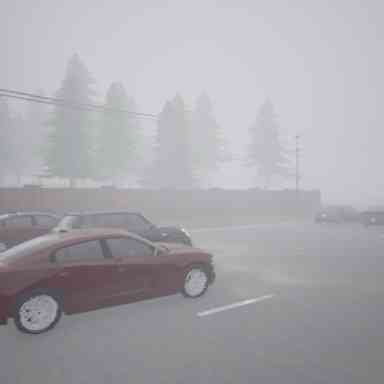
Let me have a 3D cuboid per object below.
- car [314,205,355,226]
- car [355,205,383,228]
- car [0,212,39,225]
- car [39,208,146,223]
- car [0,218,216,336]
[{"bbox_3d":[10.879,1.634,24.402,4.181,1.385,1.994,0,0,-35],"label":"car"},{"bbox_3d":[12.993,1.547,21.608,5.008,1.535,1.882,0,0,-35],"label":"car"},{"bbox_3d":[-5.788,1.485,12.514,5.008,1.535,1.882,0,0,-36],"label":"car"},{"bbox_3d":[-2.210,1.365,10.768,4.553,1.767,2.097,0,0,-35],"label":"car"},{"bbox_3d":[-1.764,1.485,6.787,5.008,1.535,1.882,0,0,-35],"label":"car"}]
